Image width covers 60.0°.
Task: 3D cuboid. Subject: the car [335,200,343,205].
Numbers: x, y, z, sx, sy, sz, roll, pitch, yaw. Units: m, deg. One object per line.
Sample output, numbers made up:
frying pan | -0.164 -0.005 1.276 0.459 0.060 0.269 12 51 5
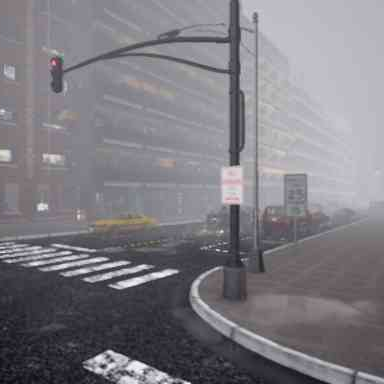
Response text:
car | 28.349 2.617 67.121 2.192 1.841 5.009 -1 -2 35

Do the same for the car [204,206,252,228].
car | 2.825 1.933 26.161 2.128 1.511 4.902 0 -1 35

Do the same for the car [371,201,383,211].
car | 35.219 2.608 62.381 2.192 1.841 5.009 -1 -2 35

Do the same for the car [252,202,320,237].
car | 5.964 1.702 20.641 2.192 1.841 5.009 -1 -2 35

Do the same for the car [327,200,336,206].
car | 25.100 2.748 62.479 1.887 1.381 4.507 -1 -2 35

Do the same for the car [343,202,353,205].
car | 34.852 3.043 76.392 1.887 1.381 4.507 -1 -2 35

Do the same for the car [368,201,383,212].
car | 31.968 2.509 57.742 2.192 1.841 5.009 -1 -2 35

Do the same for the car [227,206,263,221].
car | 5.596 2.143 34.651 1.887 1.381 4.507 -1 -2 35

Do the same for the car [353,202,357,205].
car | 41.355 3.257 85.669 1.947 1.339 4.313 -1 -2 35

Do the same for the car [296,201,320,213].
car | 18.597 2.318 53.208 2.192 1.841 5.009 -1 -2 35

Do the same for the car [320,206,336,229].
car | 9.216 2.033 25.273 1.887 1.381 4.507 -1 -2 35

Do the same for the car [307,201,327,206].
car | 16.473 2.217 45.508 2.097 1.767 4.553 0 -1 36

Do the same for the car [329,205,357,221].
car | 15.717 2.273 34.547 1.802 1.307 4.206 -1 -2 35

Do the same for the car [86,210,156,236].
car | -4.254 1.814 20.599 1.752 1.417 4.829 -1 -2 35
